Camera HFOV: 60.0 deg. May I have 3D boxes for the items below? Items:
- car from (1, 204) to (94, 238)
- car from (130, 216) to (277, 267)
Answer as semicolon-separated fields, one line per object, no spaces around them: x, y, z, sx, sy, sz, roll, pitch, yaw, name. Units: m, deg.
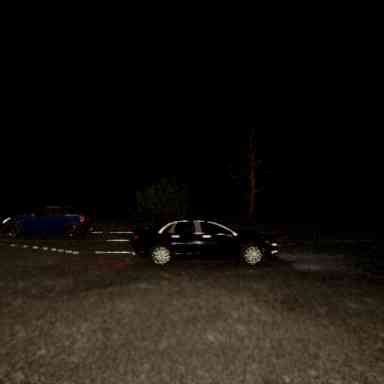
-7.787;1.499;18.138;4.553;1.767;2.097;0;0;-1;car
0.399;1.614;11.306;4.892;1.490;1.837;0;0;-1;car
